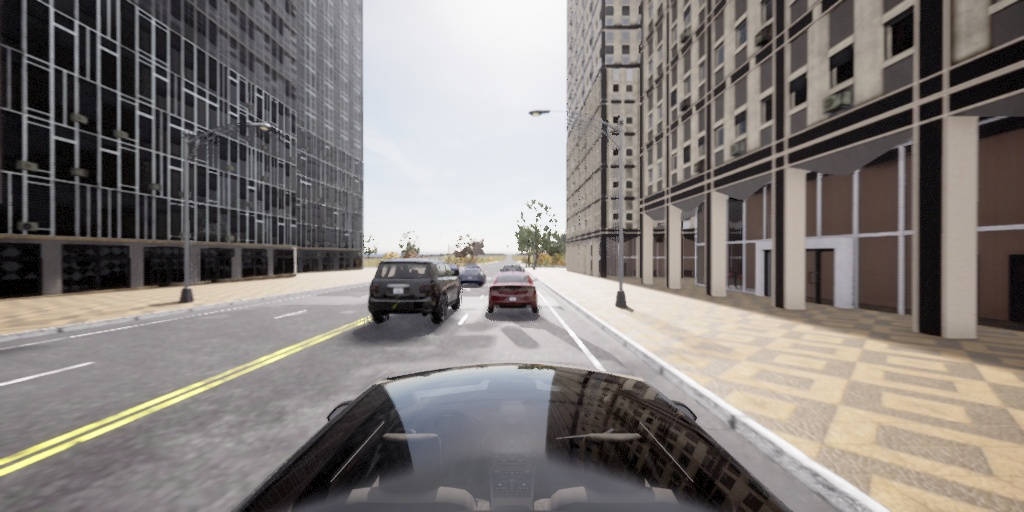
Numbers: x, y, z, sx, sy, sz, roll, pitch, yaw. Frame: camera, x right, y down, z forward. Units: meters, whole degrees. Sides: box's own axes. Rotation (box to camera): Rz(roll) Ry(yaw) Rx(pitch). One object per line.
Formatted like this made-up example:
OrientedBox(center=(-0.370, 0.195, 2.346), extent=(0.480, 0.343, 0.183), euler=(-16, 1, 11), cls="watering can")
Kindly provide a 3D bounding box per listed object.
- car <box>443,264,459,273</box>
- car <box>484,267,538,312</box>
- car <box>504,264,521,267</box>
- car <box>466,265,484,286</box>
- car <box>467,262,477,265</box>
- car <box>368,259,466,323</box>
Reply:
OrientedBox(center=(-9.826, 1.977, 58.434), extent=(1.812, 1.442, 4.674), euler=(0, -1, 0), cls="car")
OrientedBox(center=(0.050, 1.400, 15.224), extent=(1.882, 1.535, 5.008), euler=(0, 0, 0), cls="car")
OrientedBox(center=(0.038, 1.447, 28.971), extent=(2.097, 1.767, 4.553), euler=(0, -1, 1), cls="car")
OrientedBox(center=(-3.209, 1.666, 29.466), extent=(1.994, 1.385, 4.181), euler=(0, -1, 0), cls="car")
OrientedBox(center=(-6.579, 1.805, 58.562), extent=(2.097, 1.767, 4.553), euler=(0, -1, 0), cls="car")
OrientedBox(center=(-3.220, 1.116, 12.910), extent=(2.150, 2.045, 5.566), euler=(0, -1, 1), cls="car")
